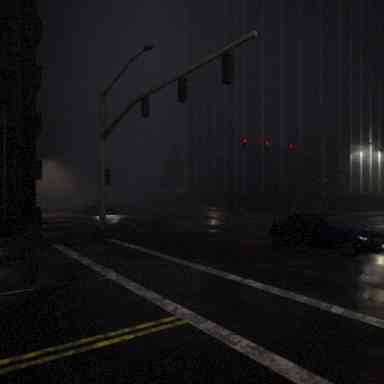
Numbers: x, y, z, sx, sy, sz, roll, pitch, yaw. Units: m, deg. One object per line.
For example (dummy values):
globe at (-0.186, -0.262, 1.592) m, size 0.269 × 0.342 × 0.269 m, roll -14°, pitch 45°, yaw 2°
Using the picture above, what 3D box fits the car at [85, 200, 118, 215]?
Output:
car at (-9.360, 1.551, 33.938) m, size 2.033 × 1.411 × 5.357 m, roll 0°, pitch 0°, yaw -35°

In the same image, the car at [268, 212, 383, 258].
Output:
car at (5.112, 1.533, 13.095) m, size 1.812 × 1.442 × 4.674 m, roll 0°, pitch 0°, yaw -35°
